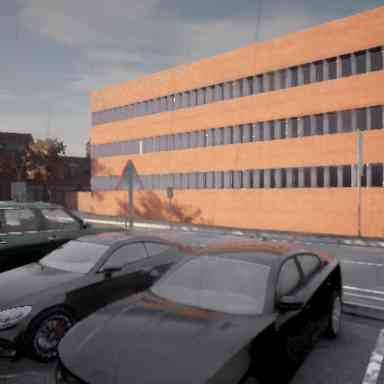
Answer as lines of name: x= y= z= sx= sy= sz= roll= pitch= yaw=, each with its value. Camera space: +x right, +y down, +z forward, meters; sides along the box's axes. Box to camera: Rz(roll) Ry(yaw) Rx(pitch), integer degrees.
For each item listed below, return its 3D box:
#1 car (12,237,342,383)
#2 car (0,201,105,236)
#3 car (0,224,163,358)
car: x=0.647 y=1.480 z=4.539 sx=2.097 sy=1.535 sz=5.008 roll=0 pitch=0 yaw=36
car: x=-3.941 y=1.224 z=7.841 sx=2.435 sy=2.045 sz=5.566 roll=0 pitch=0 yaw=36
car: x=-1.657 y=1.518 z=6.179 sx=2.002 sy=1.452 sz=4.674 roll=0 pitch=0 yaw=36
